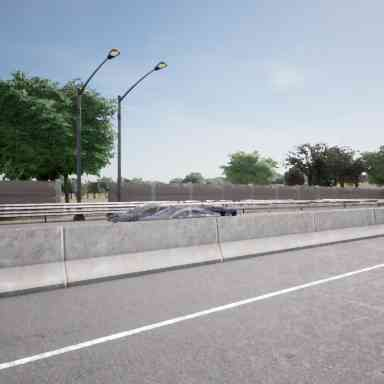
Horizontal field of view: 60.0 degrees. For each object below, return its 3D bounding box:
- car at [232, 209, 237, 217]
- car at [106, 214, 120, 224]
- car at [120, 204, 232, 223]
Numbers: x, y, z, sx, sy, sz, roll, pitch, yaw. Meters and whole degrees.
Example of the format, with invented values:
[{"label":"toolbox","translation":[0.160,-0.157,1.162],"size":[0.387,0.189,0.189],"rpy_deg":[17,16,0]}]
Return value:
[{"label":"car","translation":[1.282,1.600,26.414],"size":[4.718,1.301,1.895],"rpy_deg":[0,0,-36]},{"label":"car","translation":[-2.520,1.501,19.402],"size":[4.892,1.490,1.837],"rpy_deg":[0,0,-36]},{"label":"car","translation":[-0.699,1.487,16.402],"size":[4.902,1.511,2.128],"rpy_deg":[0,0,-36]}]
